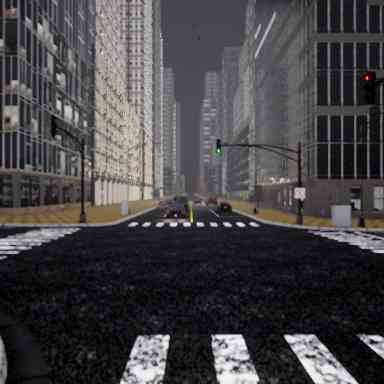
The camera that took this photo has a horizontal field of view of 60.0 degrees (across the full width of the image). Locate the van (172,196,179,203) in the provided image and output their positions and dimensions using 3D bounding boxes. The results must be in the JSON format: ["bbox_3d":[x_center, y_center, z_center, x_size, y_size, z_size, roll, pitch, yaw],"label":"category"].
[{"bbox_3d":[-4.216,1.887,85.491,1.690,1.788,3.998,0,0,0],"label":"van"}]

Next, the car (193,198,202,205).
[{"bbox_3d":[1.170,2.014,72.418,2.033,1.411,5.357,0,0,0],"label":"car"}]

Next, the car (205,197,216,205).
[{"bbox_3d":[3.739,1.894,68.944,1.967,1.590,4.097,0,0,0],"label":"car"}]

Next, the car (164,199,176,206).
[{"bbox_3d":[-4.116,1.988,63.379,1.947,1.339,4.313,0,0,0],"label":"car"}]

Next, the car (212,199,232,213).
[{"bbox_3d":[3.913,1.856,41.306,1.947,1.339,4.313,0,0,0],"label":"car"}]

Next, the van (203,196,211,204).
[{"bbox_3d":[3.689,1.857,79.999,1.690,1.788,3.998,0,0,0],"label":"van"}]

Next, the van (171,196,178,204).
[{"bbox_3d":[-4.191,1.856,79.963,1.690,1.788,3.998,0,0,0],"label":"van"}]

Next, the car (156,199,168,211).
[{"bbox_3d":[-4.041,1.906,46.797,1.802,1.307,4.206,0,0,0],"label":"car"}]

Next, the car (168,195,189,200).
[{"bbox_3d":[-1.559,1.527,43.810,2.150,2.045,5.566,0,0,0],"label":"car"}]

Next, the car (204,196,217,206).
[{"bbox_3d":[3.764,1.738,63.416,2.192,1.841,5.009,0,0,0],"label":"car"}]

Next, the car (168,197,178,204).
[{"bbox_3d":[-4.166,1.924,74.435,1.967,1.590,4.097,0,0,0],"label":"car"}]

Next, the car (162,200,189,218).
[{"bbox_3d":[-1.515,1.786,33.071,2.033,1.411,5.357,0,0,-1],"label":"car"}]
